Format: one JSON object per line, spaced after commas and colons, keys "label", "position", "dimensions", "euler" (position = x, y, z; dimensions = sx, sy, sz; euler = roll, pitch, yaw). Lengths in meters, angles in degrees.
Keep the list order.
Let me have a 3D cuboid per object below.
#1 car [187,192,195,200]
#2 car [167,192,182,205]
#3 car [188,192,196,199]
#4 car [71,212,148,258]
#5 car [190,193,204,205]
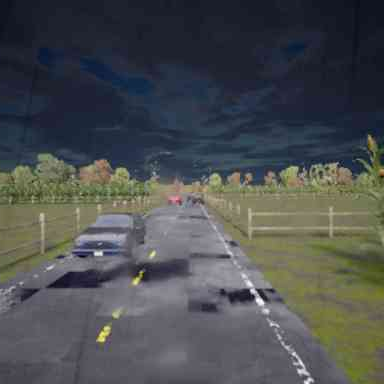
{"label": "car", "position": [0.017, 1.023, 71.692], "dimensions": [1.812, 1.442, 4.674], "euler": [0, 0, 0]}
{"label": "car", "position": [-2.799, 0.990, 54.438], "dimensions": [2.150, 2.045, 5.566], "euler": [0, 0, 0]}
{"label": "car", "position": [0.020, 0.817, 84.927], "dimensions": [2.097, 1.767, 4.553], "euler": [0, 0, 0]}
{"label": "car", "position": [-2.848, 1.497, 12.807], "dimensions": [2.033, 1.411, 5.357], "euler": [0, 0, 0]}
{"label": "car", "position": [0.974, 1.280, 53.051], "dimensions": [1.837, 1.490, 4.892], "euler": [0, 0, 0]}
